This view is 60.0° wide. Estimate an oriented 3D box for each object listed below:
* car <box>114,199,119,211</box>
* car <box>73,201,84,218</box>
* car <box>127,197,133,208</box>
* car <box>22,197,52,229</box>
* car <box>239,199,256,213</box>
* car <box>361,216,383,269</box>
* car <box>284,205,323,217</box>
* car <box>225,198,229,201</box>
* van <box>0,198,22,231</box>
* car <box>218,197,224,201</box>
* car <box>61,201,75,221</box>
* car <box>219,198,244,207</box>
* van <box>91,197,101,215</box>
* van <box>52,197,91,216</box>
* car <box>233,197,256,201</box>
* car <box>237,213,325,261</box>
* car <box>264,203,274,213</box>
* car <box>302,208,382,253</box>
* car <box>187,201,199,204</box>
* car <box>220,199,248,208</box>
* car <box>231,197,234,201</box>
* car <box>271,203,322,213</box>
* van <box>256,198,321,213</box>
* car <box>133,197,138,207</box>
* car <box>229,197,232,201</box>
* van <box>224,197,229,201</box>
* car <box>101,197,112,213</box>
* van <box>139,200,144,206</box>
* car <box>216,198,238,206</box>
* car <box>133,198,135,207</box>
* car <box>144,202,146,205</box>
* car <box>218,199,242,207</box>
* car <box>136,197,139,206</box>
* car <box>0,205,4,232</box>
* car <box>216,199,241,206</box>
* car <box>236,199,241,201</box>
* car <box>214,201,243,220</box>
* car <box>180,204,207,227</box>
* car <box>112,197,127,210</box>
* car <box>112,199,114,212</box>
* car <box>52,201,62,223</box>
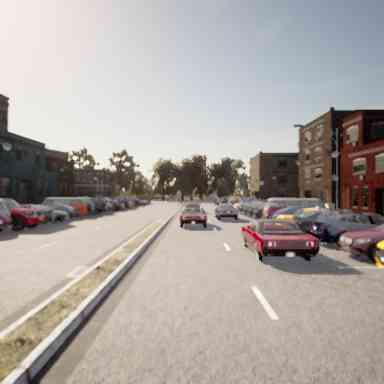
[{"bbox_3d":[-12.542,1.931,43.674,4.674,1.452,2.002,0,-1,0],"label":"car"},{"bbox_3d":[-12.550,1.761,29.719,4.674,1.452,2.002,0,-1,0],"label":"car"},{"bbox_3d":[-12.569,1.755,52.080,5.566,2.045,2.435,0,-1,0],"label":"car"},{"bbox_3d":[-12.529,1.383,21.509,5.566,2.045,2.435,0,-1,0],"label":"car"},{"bbox_3d":[7.627,1.779,33.747,4.892,1.521,2.231,0,-1,0],"label":"car"},{"bbox_3d":[7.644,1.544,8.934,5.008,1.535,2.097,0,0,0],"label":"car"},{"bbox_3d":[7.630,1.613,17.207,4.892,1.521,2.231,0,-1,0],"label":"car"},{"bbox_3d":[7.636,1.946,47.532,5.008,1.535,2.097,0,-1,0],"label":"car"},{"bbox_3d":[-12.442,1.382,18.732,4.442,1.987,1.878,0,-1,0],"label":"van"},{"bbox_3d":[7.657,1.805,55.807,5.566,2.045,2.435,0,-1,0],"label":"car"},{"bbox_3d":[-12.524,1.721,27.066,4.792,1.488,2.163,0,-1,0],"label":"car"},{"bbox_3d":[7.596,2.038,64.080,4.553,1.767,2.185,0,-1,0],"label":"car"},{"bbox_3d":[-12.433,1.561,35.404,4.442,1.987,1.878,0,-1,0],"label":"van"},{"bbox_3d":[-12.668,1.529,32.627,4.442,1.987,1.878,0,-1,0],"label":"van"},{"bbox_3d":[7.601,1.716,39.262,4.553,1.767,2.185,0,-1,0],"label":"car"},{"bbox_3d":[3.091,1.694,12.693,1.895,1.301,4.718,0,0,0],"label":"car"},{"bbox_3d":[7.633,1.703,22.720,4.674,1.452,2.002,0,-1,0],"label":"car"},{"bbox_3d":[7.667,1.618,14.448,4.792,1.488,2.163,0,0,0],"label":"car"},{"bbox_3d":[0.091,1.895,41.650,1.837,1.490,4.892,0,-1,0],"label":"car"},{"bbox_3d":[7.634,2.132,61.317,4.892,1.521,2.231,0,-1,0],"label":"car"},{"bbox_3d":[7.663,1.750,42.020,4.553,1.767,2.185,0,-1,0],"label":"car"},{"bbox_3d":[7.821,1.634,19.962,5.366,1.575,1.946,0,-1,0],"label":"car"},{"bbox_3d":[7.517,1.463,25.356,4.442,1.987,1.878,0,-1,0],"label":"van"},{"bbox_3d":[-12.531,2.083,57.509,5.008,1.535,2.097,0,-1,0],"label":"car"},{"bbox_3d":[7.662,1.784,44.777,4.553,1.767,2.185,0,-1,0],"label":"car"},{"bbox_3d":[7.513,1.757,50.292,4.442,1.987,1.878,0,-1,0],"label":"van"},{"bbox_3d":[-12.576,1.570,38.185,5.566,2.045,2.435,0,-1,0],"label":"car"},{"bbox_3d":[-12.415,1.969,65.851,4.442,1.987,1.878,0,-1,0],"label":"van"},{"bbox_3d":[7.594,2.125,72.356,4.553,1.767,2.185,0,-1,0],"label":"car"},{"bbox_3d":[-12.545,2.047,54.854,4.892,1.521,2.231,0,-1,0],"label":"car"},{"bbox_3d":[-12.562,2.099,68.758,4.553,1.767,2.185,0,-1,0],"label":"car"},{"bbox_3d":[7.624,2.234,66.836,4.674,1.452,2.002,0,-1,0],"label":"car"},{"bbox_3d":[-12.566,1.998,60.414,4.553,1.767,2.185,0,-1,0],"label":"car"},{"bbox_3d":[-12.375,1.579,15.951,5.366,1.575,1.946,0,-1,0],"label":"car"},{"bbox_3d":[7.631,2.225,69.592,5.008,1.535,2.097,0,0,0],"label":"car"},{"bbox_3d":[7.626,1.811,36.504,4.892,1.521,2.231,0,-1,0],"label":"car"},{"bbox_3d":[3.095,1.813,30.810,2.033,1.411,5.357,0,-1,0],"label":"car"},{"bbox_3d":[0.095,1.802,24.595,1.895,1.301,4.718,0,-1,0],"label":"car"},{"bbox_3d":[-12.515,1.677,46.396,5.566,2.045,2.435,0,-1,0],"label":"car"},{"bbox_3d":[-12.543,1.896,40.960,4.674,1.452,2.002,0,-1,0],"label":"car"},{"bbox_3d":[-12.549,1.664,24.288,4.892,1.521,2.231,0,-1,0],"label":"car"}]
